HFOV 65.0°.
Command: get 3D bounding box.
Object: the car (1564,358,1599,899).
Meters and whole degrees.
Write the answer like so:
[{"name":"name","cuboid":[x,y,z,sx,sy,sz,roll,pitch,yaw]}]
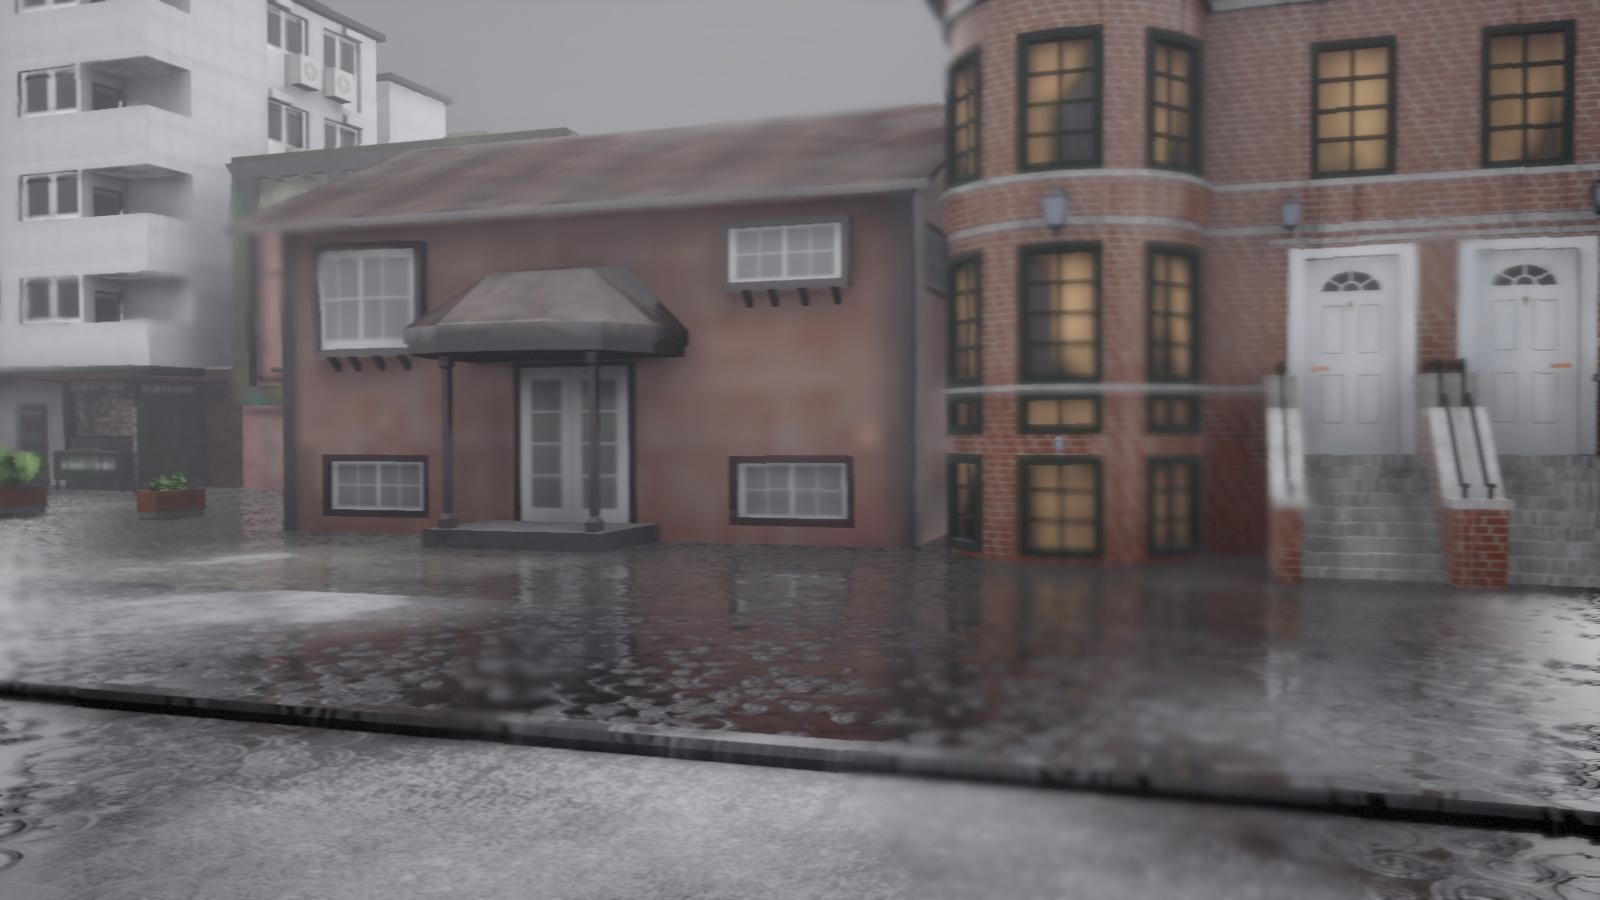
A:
[{"name":"car","cuboid":[4.498,0.587,2.202,5.027,1.651,2.152,1,1,19]}]
